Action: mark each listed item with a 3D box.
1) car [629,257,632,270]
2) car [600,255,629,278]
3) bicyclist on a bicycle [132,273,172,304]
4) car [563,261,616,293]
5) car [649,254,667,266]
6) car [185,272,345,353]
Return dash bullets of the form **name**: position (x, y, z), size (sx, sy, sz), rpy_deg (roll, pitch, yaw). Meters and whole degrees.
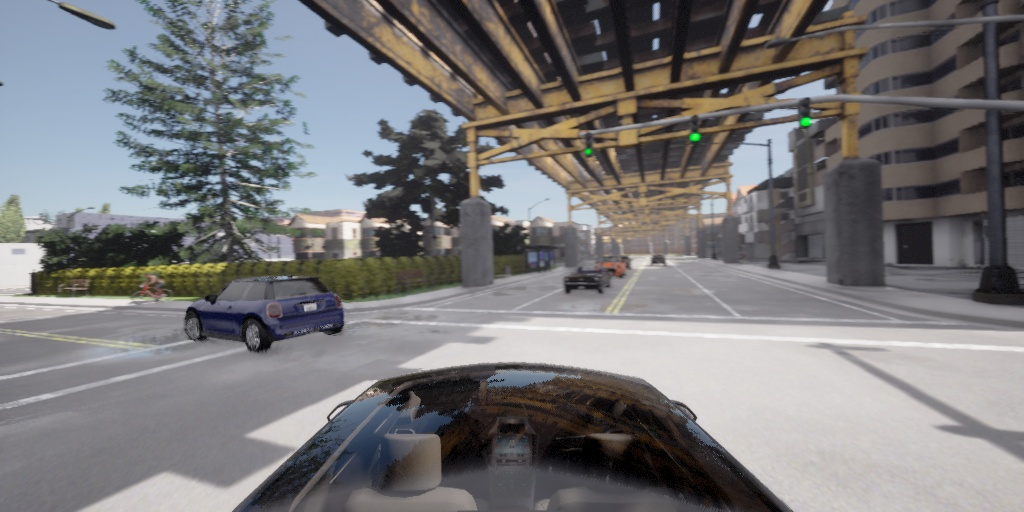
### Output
- **car**: position (11.834, 0.734, 38.457), size (1.837, 1.490, 4.892), rpy_deg (-2, 0, 22)
- **car**: position (7.750, 0.755, 28.241), size (2.097, 1.767, 4.553), rpy_deg (-2, 0, 21)
- **bicyclist on a bicycle**: position (-19.149, 1.707, 19.084), size (0.582, 1.620, 1.656), rpy_deg (-2, 0, 22)
- **car**: position (4.106, 1.159, 19.062), size (1.895, 1.301, 4.718), rpy_deg (-2, 0, 22)
- **car**: position (18.363, 0.481, 45.098), size (1.837, 1.490, 4.892), rpy_deg (-2, 0, 21)
- **car**: position (-6.717, 1.326, 9.672), size (4.553, 1.767, 2.097), rpy_deg (-2, 0, 29)
